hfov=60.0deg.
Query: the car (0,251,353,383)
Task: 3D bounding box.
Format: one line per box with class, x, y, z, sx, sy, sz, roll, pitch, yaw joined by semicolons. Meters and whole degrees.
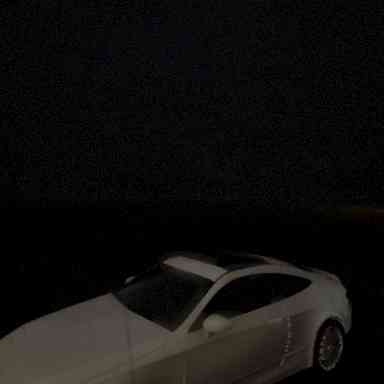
car;0.158;1.542;4.104;4.674;1.442;1.812;1;0;-35
